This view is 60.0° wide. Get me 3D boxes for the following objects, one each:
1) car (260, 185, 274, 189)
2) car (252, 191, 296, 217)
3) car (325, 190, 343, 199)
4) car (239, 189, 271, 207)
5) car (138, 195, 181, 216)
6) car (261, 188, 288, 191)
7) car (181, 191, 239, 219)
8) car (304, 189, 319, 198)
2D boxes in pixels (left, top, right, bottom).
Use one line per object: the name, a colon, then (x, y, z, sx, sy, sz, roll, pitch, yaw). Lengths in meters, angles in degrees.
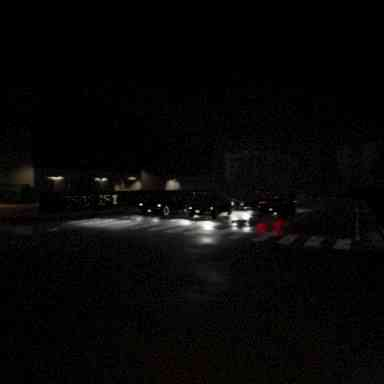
car: (11.373, -0.001, 50.988, 2.150, 2.045, 5.566, 2, 2, 23)
car: (6.312, 0.921, 24.214, 2.128, 1.511, 4.902, 2, 2, 26)
car: (24.268, 0.386, 56.753, 2.033, 1.411, 5.357, 1, 2, 9)
car: (5.373, 0.729, 30.631, 2.128, 1.511, 4.902, 2, 2, 26)
car: (-1.836, 0.899, 23.975, 1.895, 1.301, 4.718, 2, 2, 26)
car: (9.550, 0.602, 39.053, 1.812, 1.442, 4.674, 2, 2, 26)
car: (1.353, 0.900, 22.428, 1.837, 1.490, 4.892, 2, 2, 25)
car: (21.068, 0.225, 58.575, 2.128, 1.511, 4.902, 1, 2, 9)
